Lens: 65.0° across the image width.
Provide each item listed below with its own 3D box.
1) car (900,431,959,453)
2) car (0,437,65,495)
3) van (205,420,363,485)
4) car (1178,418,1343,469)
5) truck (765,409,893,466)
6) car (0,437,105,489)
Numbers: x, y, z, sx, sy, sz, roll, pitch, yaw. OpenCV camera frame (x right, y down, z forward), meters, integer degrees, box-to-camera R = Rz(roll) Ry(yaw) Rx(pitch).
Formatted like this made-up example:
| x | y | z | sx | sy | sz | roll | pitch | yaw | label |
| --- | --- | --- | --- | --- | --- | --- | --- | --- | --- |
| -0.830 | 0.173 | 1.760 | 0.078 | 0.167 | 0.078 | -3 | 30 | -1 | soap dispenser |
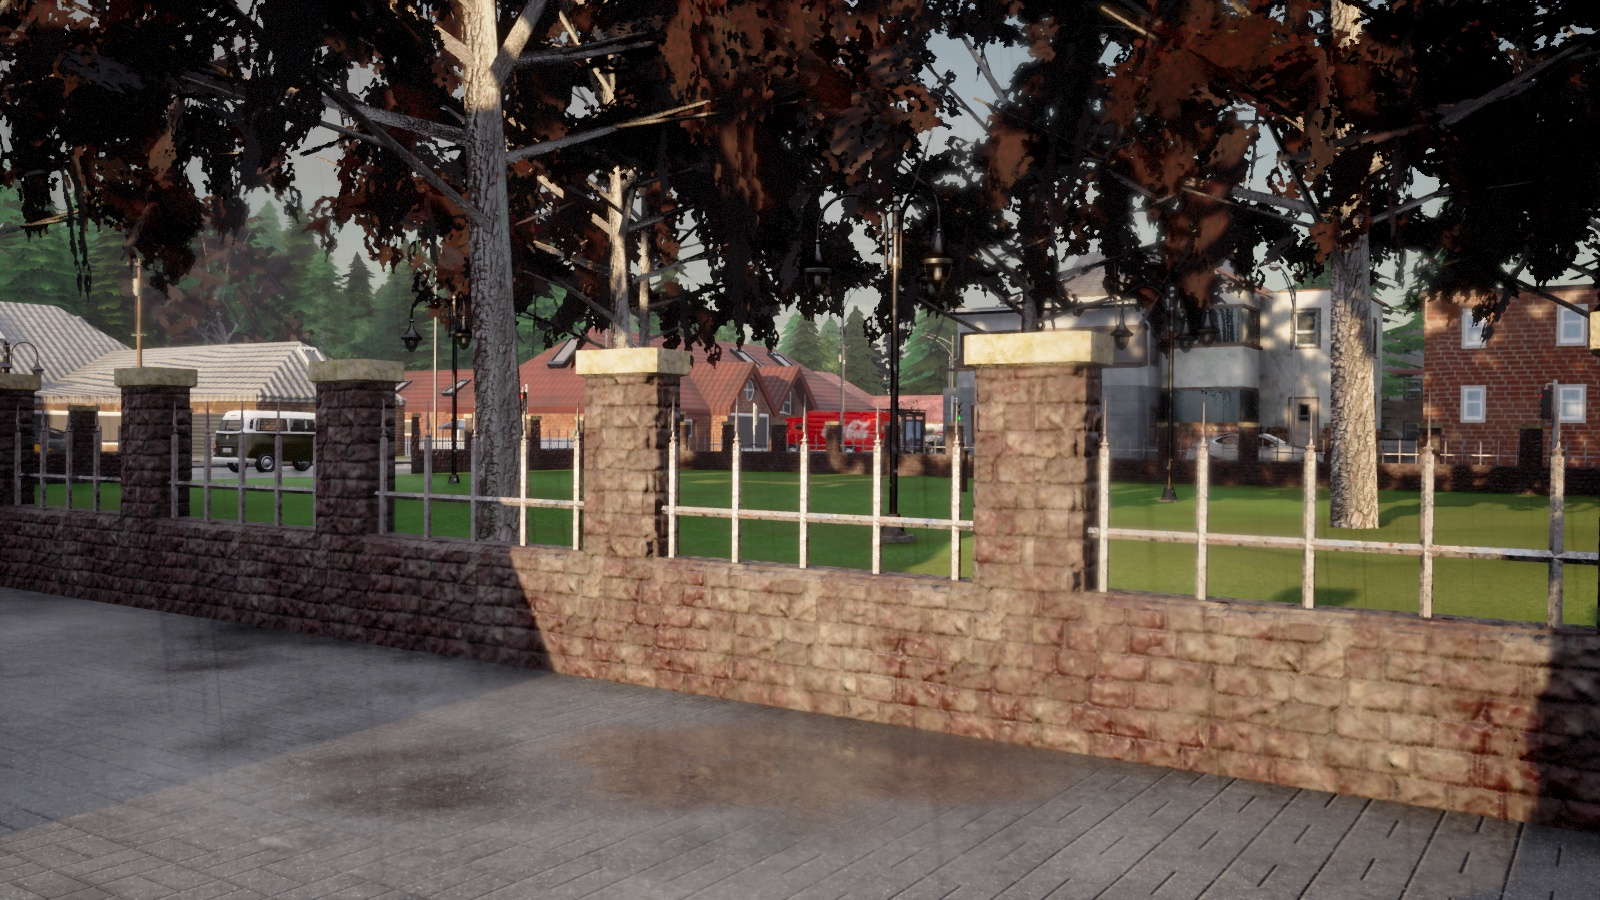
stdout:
| x | y | z | sx | sy | sz | roll | pitch | yaw | label |
| --- | --- | --- | --- | --- | --- | --- | --- | --- | --- |
| 9.185 | -0.564 | 88.792 | 2.163 | 1.488 | 4.792 | 0 | 1 | 34 | car |
| -22.672 | 0.457 | 33.476 | 1.882 | 1.535 | 5.008 | 0 | 1 | 32 | car |
| -17.129 | 0.038 | 41.871 | 2.069 | 2.038 | 4.480 | 0 | 1 | 32 | van |
| 15.818 | -0.223 | 43.176 | 5.027 | 1.651 | 2.152 | 0 | 1 | 31 | car |
| 1.324 | -0.543 | 56.738 | 5.204 | 2.467 | 2.627 | 0 | 1 | 20 | truck |
| -24.310 | 0.383 | 38.404 | 2.128 | 1.511 | 4.902 | 0 | 1 | 34 | car |
